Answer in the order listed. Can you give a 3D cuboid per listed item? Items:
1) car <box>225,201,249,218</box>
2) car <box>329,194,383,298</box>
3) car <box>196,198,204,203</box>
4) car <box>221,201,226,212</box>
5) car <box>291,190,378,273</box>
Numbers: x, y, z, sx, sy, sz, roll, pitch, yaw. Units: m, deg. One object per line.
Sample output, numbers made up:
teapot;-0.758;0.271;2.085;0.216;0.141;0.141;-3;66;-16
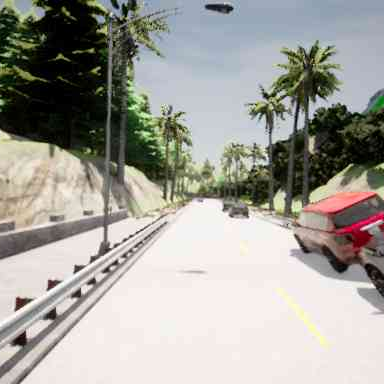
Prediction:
car;4.852;1.881;34.992;1.837;1.490;4.892;1;0;2
car;4.897;1.110;5.668;2.150;2.045;5.566;-24;-1;1
car;2.137;2.242;88.267;1.812;1.442;4.674;1;-1;1
car;5.070;1.938;45.482;1.882;1.535;5.008;1;0;2
car;5.039;1.159;11.668;2.150;2.045;5.566;-24;-1;1
